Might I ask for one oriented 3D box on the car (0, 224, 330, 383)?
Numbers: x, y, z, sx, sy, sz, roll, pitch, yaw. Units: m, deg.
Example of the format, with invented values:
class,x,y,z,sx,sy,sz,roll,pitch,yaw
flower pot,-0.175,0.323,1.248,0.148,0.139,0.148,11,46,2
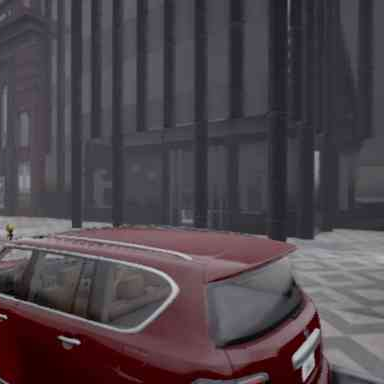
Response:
class,x,y,z,sx,sy,sz,roll,pitch,yaw
car,-1.119,1.313,3.757,5.009,1.841,2.192,0,0,35
